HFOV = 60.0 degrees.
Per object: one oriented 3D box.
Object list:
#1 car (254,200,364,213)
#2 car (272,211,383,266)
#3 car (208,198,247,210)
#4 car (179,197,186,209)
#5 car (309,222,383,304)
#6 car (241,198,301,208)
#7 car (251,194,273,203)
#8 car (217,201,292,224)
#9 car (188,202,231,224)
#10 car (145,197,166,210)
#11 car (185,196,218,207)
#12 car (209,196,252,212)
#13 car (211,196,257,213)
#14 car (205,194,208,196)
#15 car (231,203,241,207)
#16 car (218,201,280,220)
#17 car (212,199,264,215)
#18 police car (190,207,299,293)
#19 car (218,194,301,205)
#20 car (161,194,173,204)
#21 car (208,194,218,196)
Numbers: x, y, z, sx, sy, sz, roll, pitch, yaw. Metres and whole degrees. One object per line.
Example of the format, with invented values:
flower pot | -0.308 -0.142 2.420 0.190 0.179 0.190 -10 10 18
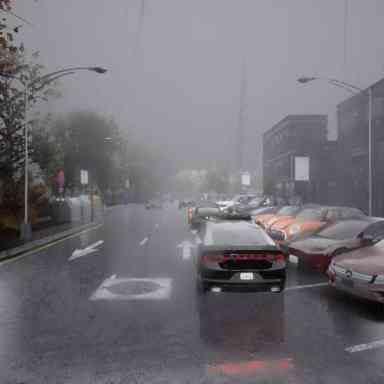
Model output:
car | 5.125 1.366 13.283 4.553 1.767 2.185 1 0 -21
car | 5.113 1.518 10.262 4.792 1.488 2.163 1 0 -21
car | 4.640 1.600 43.295 4.674 1.452 2.002 1 0 -21
car | -0.766 1.441 46.848 2.097 1.767 4.553 0 0 0
car | 5.193 1.527 7.271 4.674 1.452 2.002 1 0 -21
car | 5.078 1.369 16.284 4.553 1.767 2.185 1 0 -21
car | 16.971 1.463 80.560 2.435 2.045 5.566 0 0 -22
car | 4.737 1.503 25.211 5.366 1.575 1.946 1 0 -21
car | 0.854 1.518 18.915 1.837 1.490 4.892 0 0 -1
car | -4.848 1.639 43.088 1.994 1.385 4.181 0 0 -1
car | 0.760 1.373 24.885 2.097 1.767 4.553 0 0 -1
car | 4.655 1.424 40.286 4.553 1.767 2.185 1 0 -21
car | 4.701 1.414 37.286 4.553 1.767 2.185 1 0 -21
car | 4.626 1.446 46.304 4.553 1.767 2.185 1 0 -21
car | 4.996 1.538 19.279 4.674 1.452 2.002 1 0 -21
car | 4.837 1.544 28.271 4.792 1.488 2.163 1 0 -21
car | 4.752 1.560 34.271 4.792 1.488 2.163 1 0 -21
police car | 1.015 1.427 9.026 1.930 1.638 5.238 0 0 -1
car | 4.945 1.251 22.257 5.566 2.045 2.435 1 0 -21
car | -5.165 1.400 69.124 2.150 2.045 5.566 0 -1 0
car | 4.799 1.270 31.273 5.566 2.045 2.435 1 0 -21
